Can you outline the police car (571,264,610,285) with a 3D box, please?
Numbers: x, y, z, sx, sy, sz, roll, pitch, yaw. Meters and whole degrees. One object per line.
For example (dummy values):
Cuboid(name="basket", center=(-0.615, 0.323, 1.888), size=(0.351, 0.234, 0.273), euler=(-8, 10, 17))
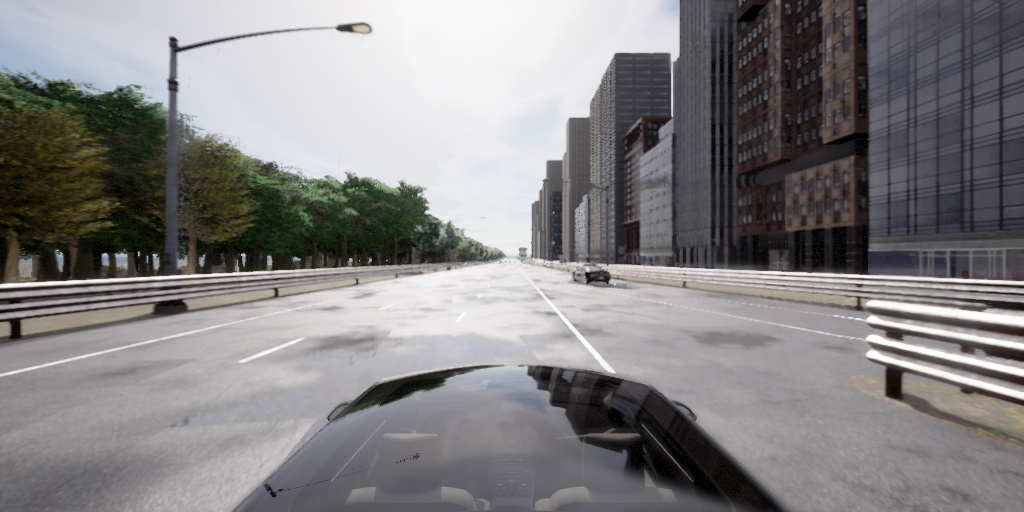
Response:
Cuboid(name="police car", center=(6.462, 1.499, 30.078), size=(1.930, 1.638, 5.238), euler=(0, -1, -9))
